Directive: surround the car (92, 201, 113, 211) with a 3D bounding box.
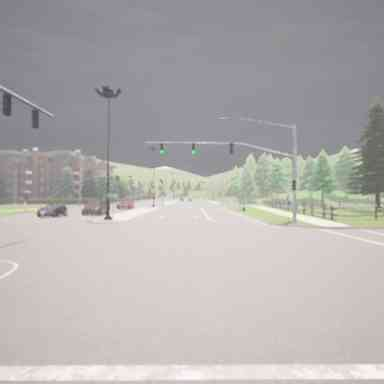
[{"bbox_3d":[-15.019,2.314,55.849,2.033,1.411,5.357,0,-1,0],"label":"car"}]

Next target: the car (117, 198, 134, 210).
[{"bbox_3d":[-11.499,2.098,58.156,2.150,2.045,5.566,0,-1,0],"label":"car"}]

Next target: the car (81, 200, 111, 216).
[{"bbox_3d":[-11.591,1.901,39.777,2.097,1.767,4.553,0,-1,0],"label":"car"}]

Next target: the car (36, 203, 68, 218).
[{"bbox_3d":[-14.998,1.985,35.893,2.128,1.511,4.902,0,-1,0],"label":"car"}]
